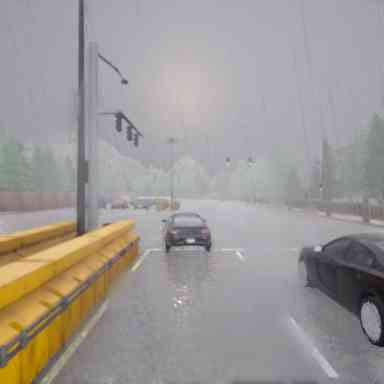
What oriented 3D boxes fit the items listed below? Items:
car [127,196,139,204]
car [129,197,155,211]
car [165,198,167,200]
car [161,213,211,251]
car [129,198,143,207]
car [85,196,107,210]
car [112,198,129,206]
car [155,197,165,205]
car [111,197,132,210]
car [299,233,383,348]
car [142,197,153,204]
[{"bbox_3d":[-13.952,1.883,79.379,2.097,1.767,4.553,0,0,0],"label":"car"},{"bbox_3d":[-7.053,1.813,47.412,2.128,1.511,4.902,0,0,0],"label":"car"},{"bbox_3d":[-6.952,2.050,78.477,2.128,1.511,4.902,0,0,0],"label":"car"},{"bbox_3d":[-0.328,1.625,14.488,1.812,1.442,4.674,0,0,-7],"label":"car"},{"bbox_3d":[-10.487,1.931,62.794,1.837,1.490,4.892,0,0,1],"label":"car"},{"bbox_3d":[-14.045,1.551,48.355,2.150,2.045,5.566,0,-1,0],"label":"car"},{"bbox_3d":[-13.960,1.990,65.289,2.033,1.411,5.357,0,0,0],"label":"car"},{"bbox_3d":[-6.960,1.954,66.057,1.837,1.490,4.892,0,0,0],"label":"car"},{"bbox_3d":[-10.544,1.858,48.813,1.812,1.442,4.674,0,0,0],"label":"car"},{"bbox_3d":[3.605,1.523,6.399,1.882,1.535,5.008,0,-1,0],"label":"car"},{"bbox_3d":[-10.452,2.002,78.162,1.882,1.535,5.008,0,0,0],"label":"car"}]
